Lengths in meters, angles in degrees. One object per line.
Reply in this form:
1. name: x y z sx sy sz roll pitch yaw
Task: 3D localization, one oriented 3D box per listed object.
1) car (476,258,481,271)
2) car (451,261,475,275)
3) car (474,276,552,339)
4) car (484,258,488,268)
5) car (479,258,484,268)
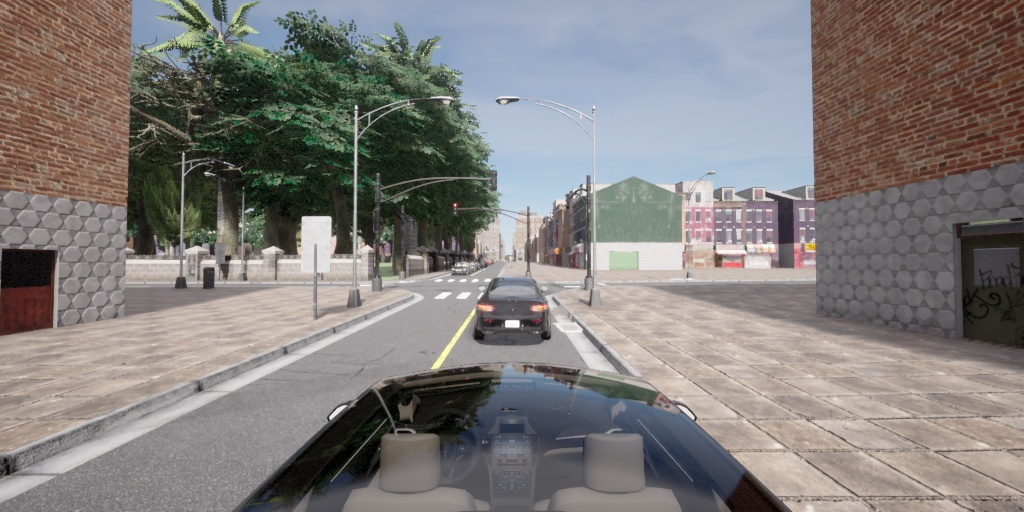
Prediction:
1. car: -5.517 1.344 45.920 2.007 1.370 4.403 0 0 0
2. car: -5.493 1.332 38.784 2.007 1.370 4.403 0 0 0
3. car: 0.031 1.279 9.921 1.812 1.442 4.674 0 0 1
4. car: -5.632 1.417 62.269 1.802 1.307 4.207 0 0 0
5. car: -5.555 1.371 51.370 1.948 1.339 4.313 0 0 0
